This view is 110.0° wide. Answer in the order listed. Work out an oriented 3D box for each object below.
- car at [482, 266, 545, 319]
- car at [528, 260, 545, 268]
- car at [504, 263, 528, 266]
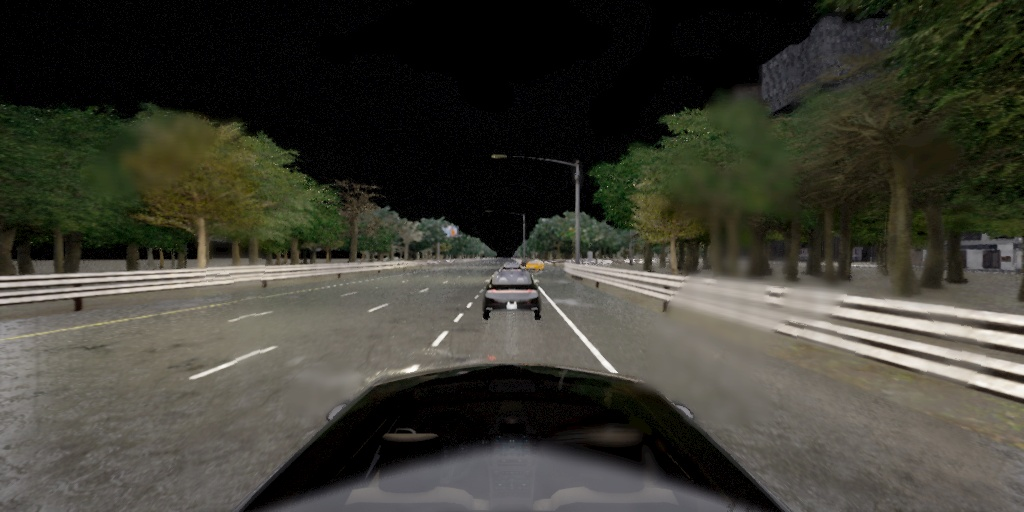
[{"bbox_3d":[-0.002,1.272,12.913,2.128,1.511,4.902,0,0,0],"label":"car"},{"bbox_3d":[3.487,1.369,52.521,1.882,1.535,5.008,0,0,16],"label":"car"},{"bbox_3d":[0.062,1.320,29.880,2.128,1.511,4.902,0,0,2],"label":"car"}]
